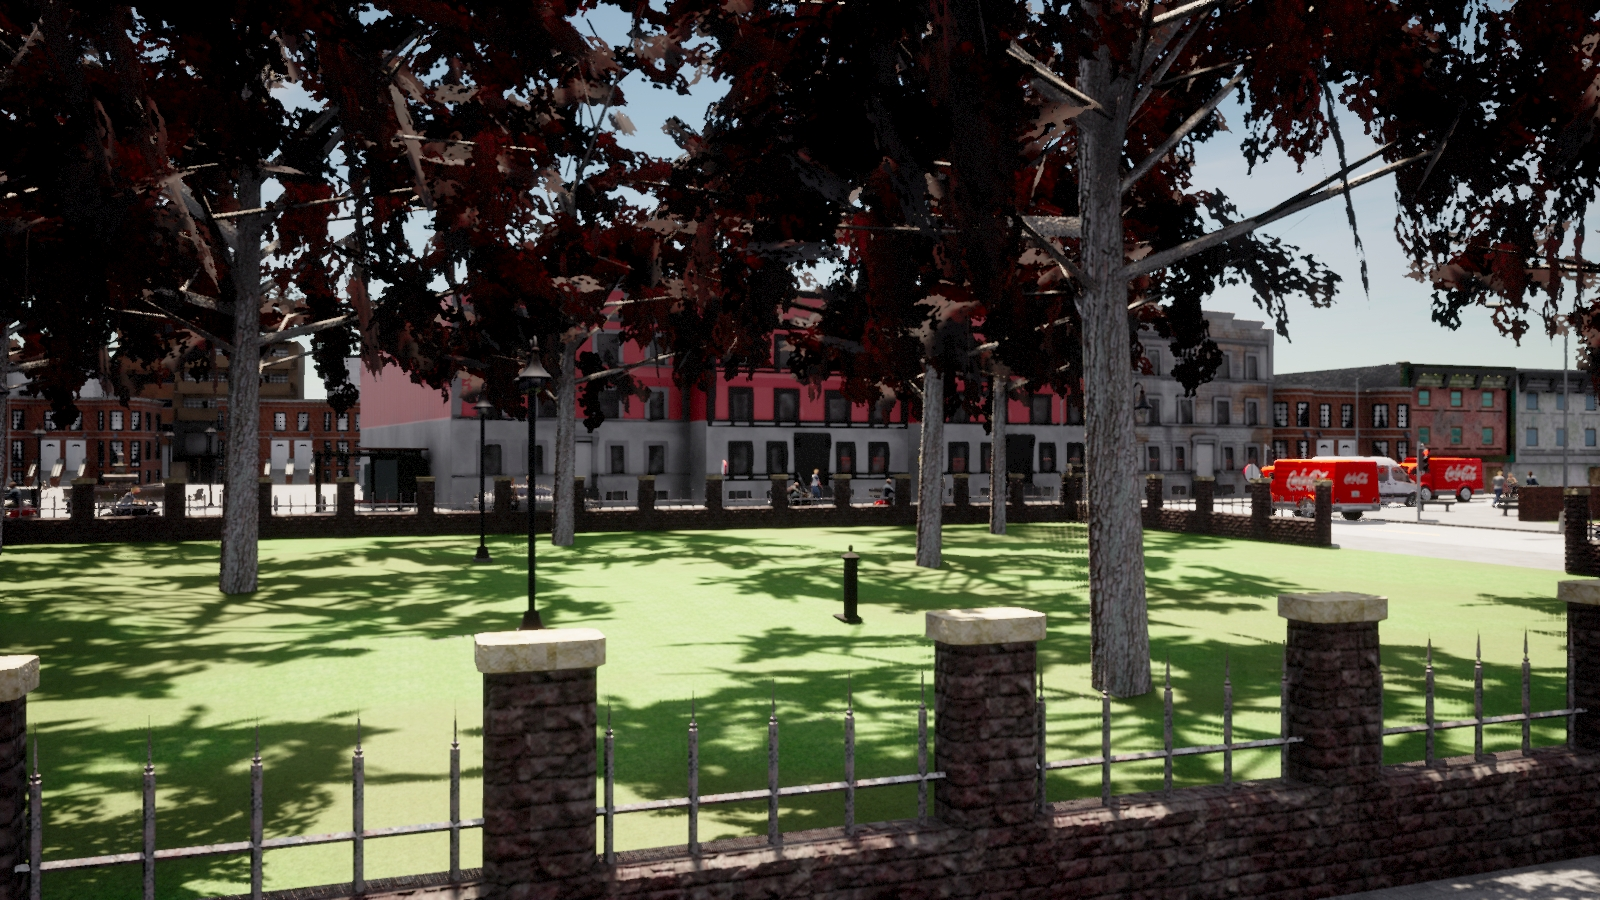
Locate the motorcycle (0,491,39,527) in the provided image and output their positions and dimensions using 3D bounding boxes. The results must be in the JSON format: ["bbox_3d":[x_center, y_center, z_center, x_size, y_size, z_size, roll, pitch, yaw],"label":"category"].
[{"bbox_3d":[-26.731,1.970,38.160,2.033,1.145,0.803,0,0,-19],"label":"motorcycle"}]

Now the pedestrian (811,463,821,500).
[{"bbox_3d":[0.792,1.561,57.076,0.375,1.860,0.375,0,0,-19],"label":"pedestrian"}]

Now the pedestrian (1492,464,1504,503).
[{"bbox_3d":[33.648,1.610,55.070,0.375,1.860,0.375,0,0,-24],"label":"pedestrian"}]

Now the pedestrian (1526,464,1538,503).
[{"bbox_3d":[35.372,1.616,55.211,0.375,1.860,0.375,0,0,-29],"label":"pedestrian"}]

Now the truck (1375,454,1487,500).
[{"bbox_3d":[35.006,1.451,63.459,5.204,2.467,2.627,0,0,-19],"label":"truck"}]

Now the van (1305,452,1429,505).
[{"bbox_3d":[28.533,1.402,57.491,5.915,2.561,1.988,0,0,-19],"label":"van"}]

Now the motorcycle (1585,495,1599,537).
[{"bbox_3d":[25.330,2.053,34.805,0.867,1.251,2.209,0,0,-22],"label":"motorcycle"}]

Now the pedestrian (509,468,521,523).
[{"bbox_3d":[-9.703,1.531,38.915,0.375,1.860,0.375,0,0,-19],"label":"pedestrian"}]

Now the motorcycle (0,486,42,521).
[{"bbox_3d":[-28.792,1.938,41.618,1.805,1.236,0.856,0,0,-19],"label":"motorcycle"}]

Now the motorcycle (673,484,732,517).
[{"bbox_3d":[-3.896,2.008,45.683,2.209,1.251,0.867,0,0,-22],"label":"motorcycle"}]

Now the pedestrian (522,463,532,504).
[{"bbox_3d":[-12.491,1.536,52.307,0.375,1.860,0.375,0,0,-26],"label":"pedestrian"}]

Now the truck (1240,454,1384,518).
[{"bbox_3d":[20.972,1.410,47.093,2.627,2.467,5.204,0,0,-18],"label":"truck"}]

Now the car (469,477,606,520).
[{"bbox_3d":[-10.079,1.838,43.842,4.902,1.511,2.128,0,0,-19],"label":"car"}]
